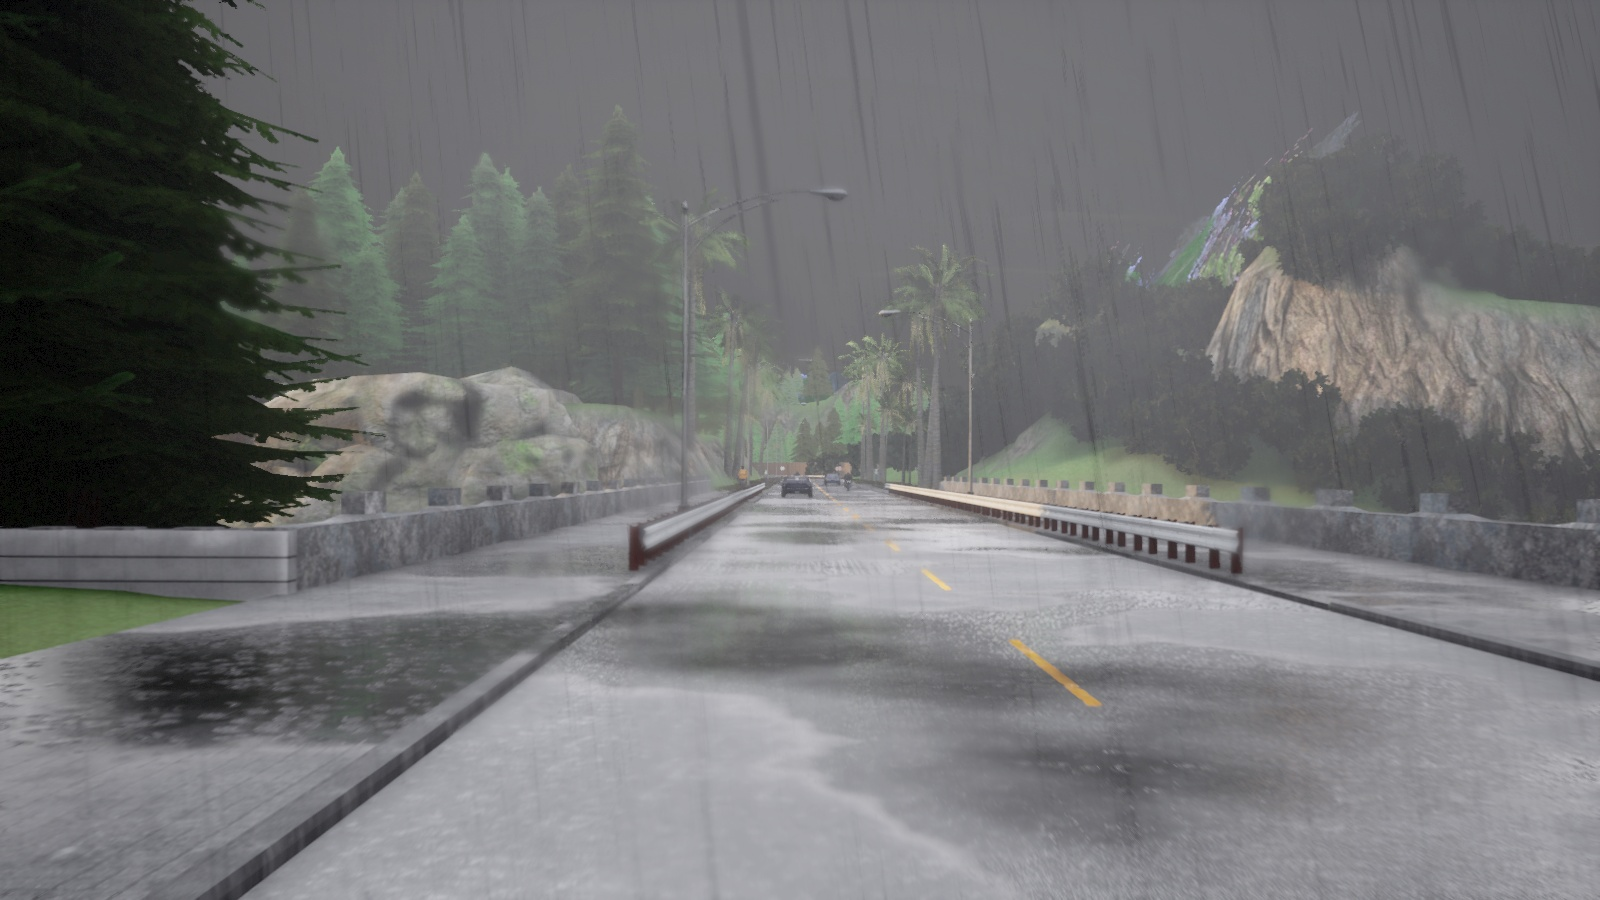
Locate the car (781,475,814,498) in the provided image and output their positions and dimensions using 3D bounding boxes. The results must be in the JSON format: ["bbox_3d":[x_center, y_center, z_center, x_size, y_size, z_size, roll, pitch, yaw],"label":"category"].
[{"bbox_3d":[-0.159,2.164,74.580,1.895,1.301,4.718,0,-1,0],"label":"car"}]
